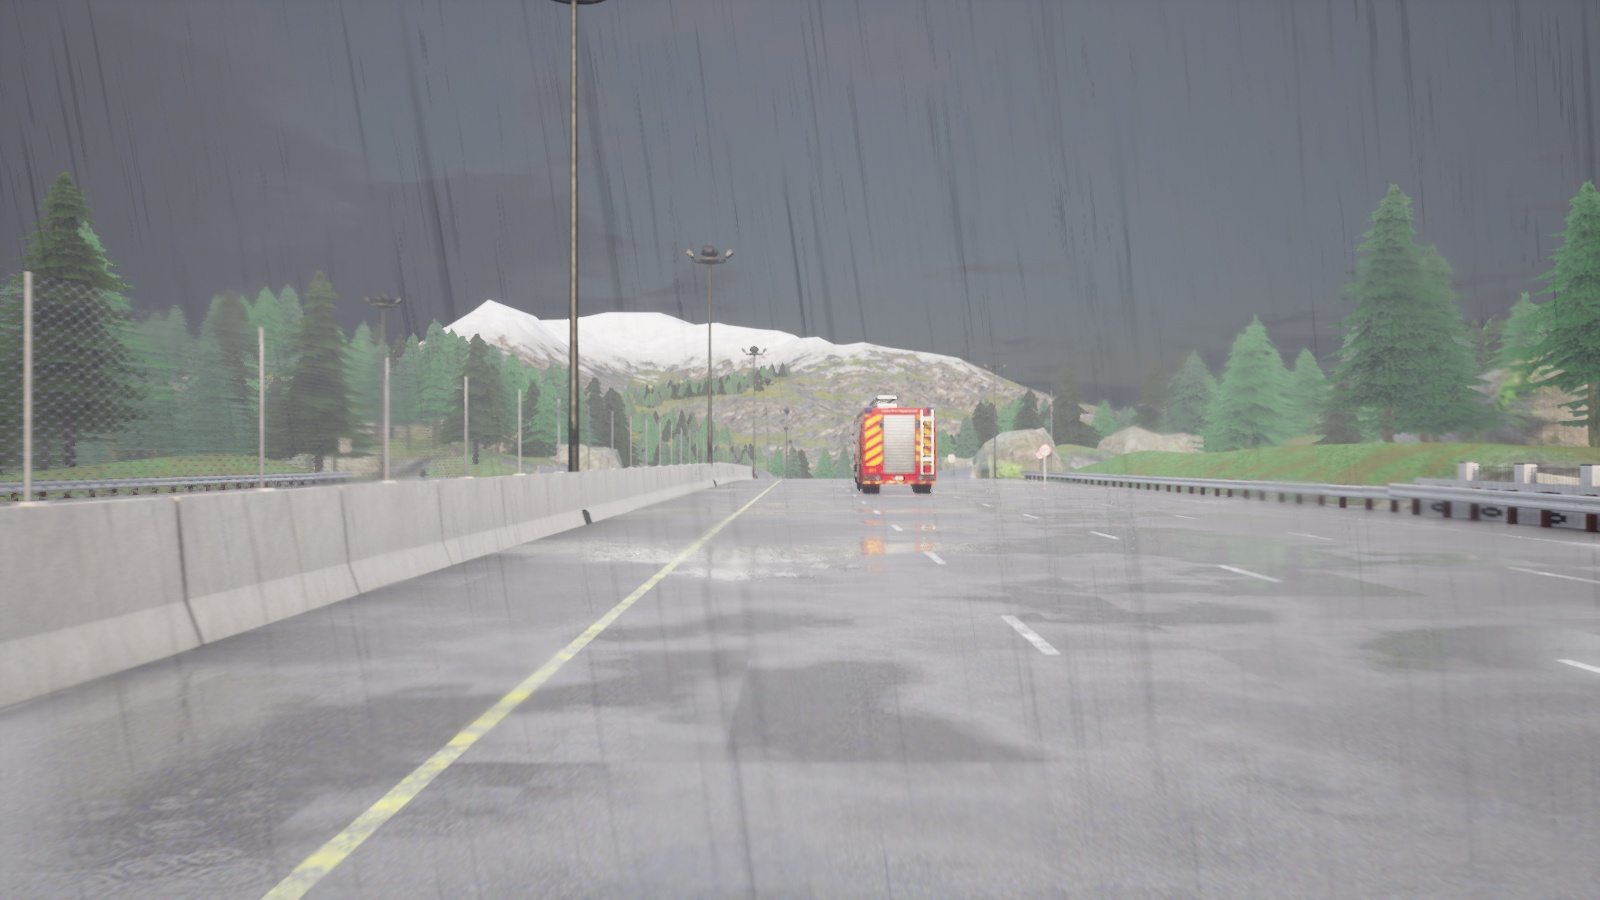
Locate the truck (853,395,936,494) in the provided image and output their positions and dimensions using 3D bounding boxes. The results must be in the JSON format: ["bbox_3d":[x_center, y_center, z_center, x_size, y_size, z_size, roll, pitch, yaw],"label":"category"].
[{"bbox_3d":[3.815,-0.188,52.482,2.891,3.827,8.468,0,0,0],"label":"truck"}]
